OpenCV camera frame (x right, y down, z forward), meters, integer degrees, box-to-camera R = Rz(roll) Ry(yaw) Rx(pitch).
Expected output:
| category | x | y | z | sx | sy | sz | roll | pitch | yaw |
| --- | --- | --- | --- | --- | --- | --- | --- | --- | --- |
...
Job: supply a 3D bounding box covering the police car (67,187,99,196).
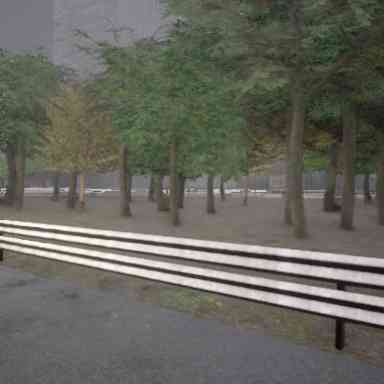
| category | x | y | z | sx | sy | sz | roll | pitch | yaw |
| --- | --- | --- | --- | --- | --- | --- | --- | --- | --- |
| police car | -18.779 | -0.120 | 57.248 | 4.974 | 1.542 | 2.038 | 0 | 1 | -3 |
